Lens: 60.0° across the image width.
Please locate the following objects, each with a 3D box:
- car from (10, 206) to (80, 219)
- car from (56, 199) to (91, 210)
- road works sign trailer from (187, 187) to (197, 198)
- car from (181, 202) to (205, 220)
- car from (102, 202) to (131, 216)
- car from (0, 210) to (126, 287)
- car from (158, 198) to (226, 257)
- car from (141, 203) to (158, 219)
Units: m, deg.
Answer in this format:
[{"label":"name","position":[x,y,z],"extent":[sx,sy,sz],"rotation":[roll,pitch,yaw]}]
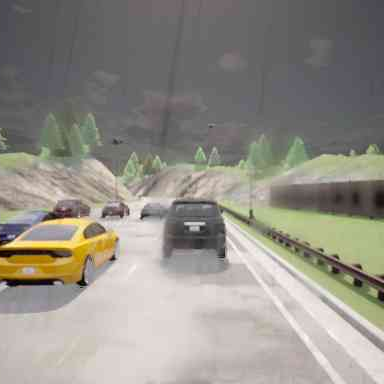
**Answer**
[{"label":"car","position":[-6.918,1.563,15.071],"extent":[1.812,1.442,4.674],"rotation":[0,0,0]},{"label":"car","position":[-10.409,1.424,29.188],"extent":[2.097,1.767,4.553],"rotation":[0,0,0]},{"label":"road works sign trailer","position":[-0.072,0.655,77.811],"extent":[2.380,3.560,2.880],"rotation":[0,0,0]},{"label":"car","position":[0.092,1.638,30.046],"extent":[1.994,1.385,4.181],"rotation":[0,0,0]},{"label":"car","position":[-6.917,1.600,30.451],"extent":[1.812,1.442,4.674],"rotation":[0,0,0]},{"label":"car","position":[-3.422,1.501,9.453],"extent":[1.882,1.535,5.008],"rotation":[0,0,0]},{"label":"car","position":[0.091,1.254,13.160],"extent":[2.150,2.045,5.566],"rotation":[0,0,0]},{"label":"car","position":[-3.408,1.638,29.986],"extent":[1.994,1.385,4.181],"rotation":[0,0,0]}]
